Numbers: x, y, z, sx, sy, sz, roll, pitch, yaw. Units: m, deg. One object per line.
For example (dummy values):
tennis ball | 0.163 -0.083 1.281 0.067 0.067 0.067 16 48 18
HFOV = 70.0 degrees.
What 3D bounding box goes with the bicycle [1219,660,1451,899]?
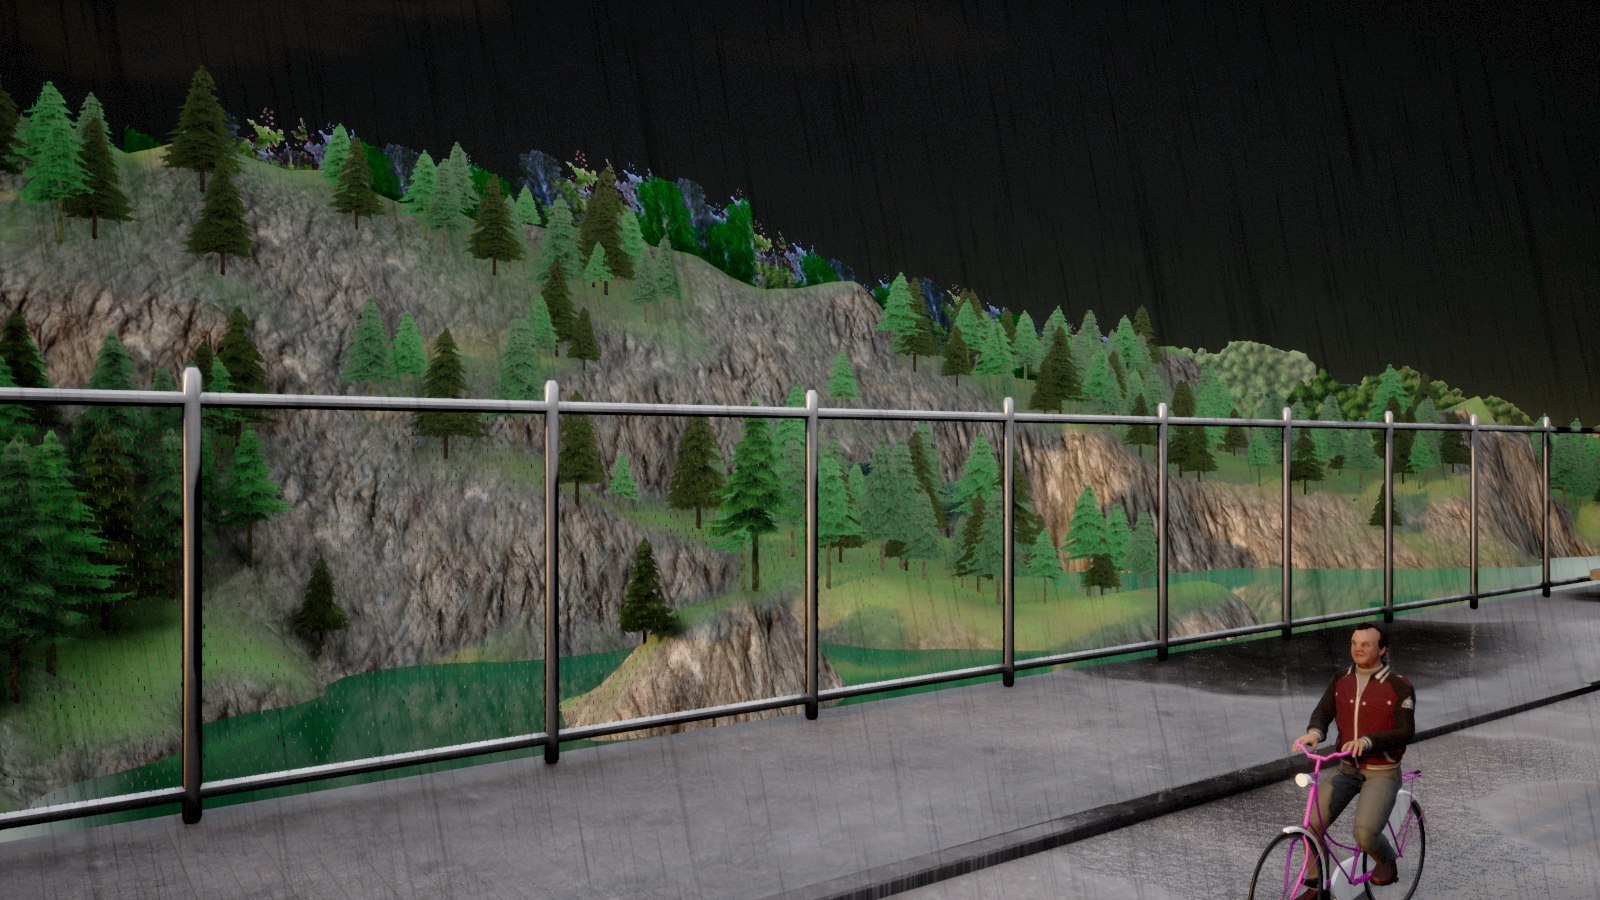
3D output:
bicycle | 3.104 2.057 6.549 1.835 1.471 0.329 0 0 -35
